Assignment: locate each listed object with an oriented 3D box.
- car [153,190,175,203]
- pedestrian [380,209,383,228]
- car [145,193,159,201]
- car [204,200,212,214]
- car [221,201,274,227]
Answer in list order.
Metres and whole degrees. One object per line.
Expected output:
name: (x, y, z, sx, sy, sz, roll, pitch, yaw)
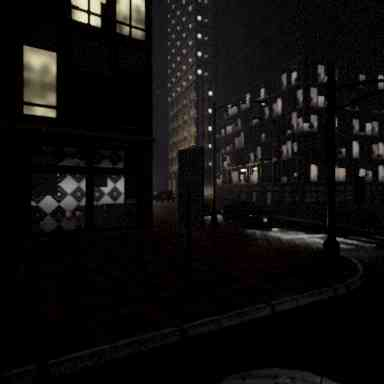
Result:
car: (-4.347, 0.702, 54.459, 2.150, 2.045, 5.566, 0, 1, -18)
pedestrian: (10.877, 1.466, 18.883, 0.500, 1.100, 0.500, 1, 0, -19)
car: (-7.823, 0.913, 64.593, 1.994, 1.385, 4.181, 0, 1, -19)
car: (0.326, 1.275, 31.644, 1.837, 1.490, 4.892, 0, 1, -19)
car: (3.576, 1.385, 22.124, 2.128, 1.511, 4.902, 0, 1, -19)
